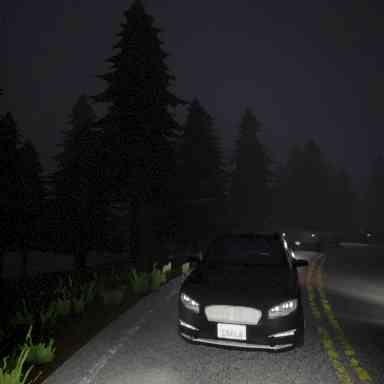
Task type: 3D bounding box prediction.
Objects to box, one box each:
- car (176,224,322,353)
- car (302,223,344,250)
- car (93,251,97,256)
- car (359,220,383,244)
[{"bbox_3d":[1.129,1.561,6.581,2.128,1.511,4.902,-1,-2,15],"label":"car"},{"bbox_3d":[6.463,2.305,17.641,1.895,1.301,4.718,-3,-6,39],"label":"car"},{"bbox_3d":[-20.300,13.650,72.939,4.181,1.381,1.994,-2,-5,31],"label":"car"},{"bbox_3d":[15.775,3.219,26.427,5.566,2.045,2.150,8,-8,-28],"label":"car"}]
